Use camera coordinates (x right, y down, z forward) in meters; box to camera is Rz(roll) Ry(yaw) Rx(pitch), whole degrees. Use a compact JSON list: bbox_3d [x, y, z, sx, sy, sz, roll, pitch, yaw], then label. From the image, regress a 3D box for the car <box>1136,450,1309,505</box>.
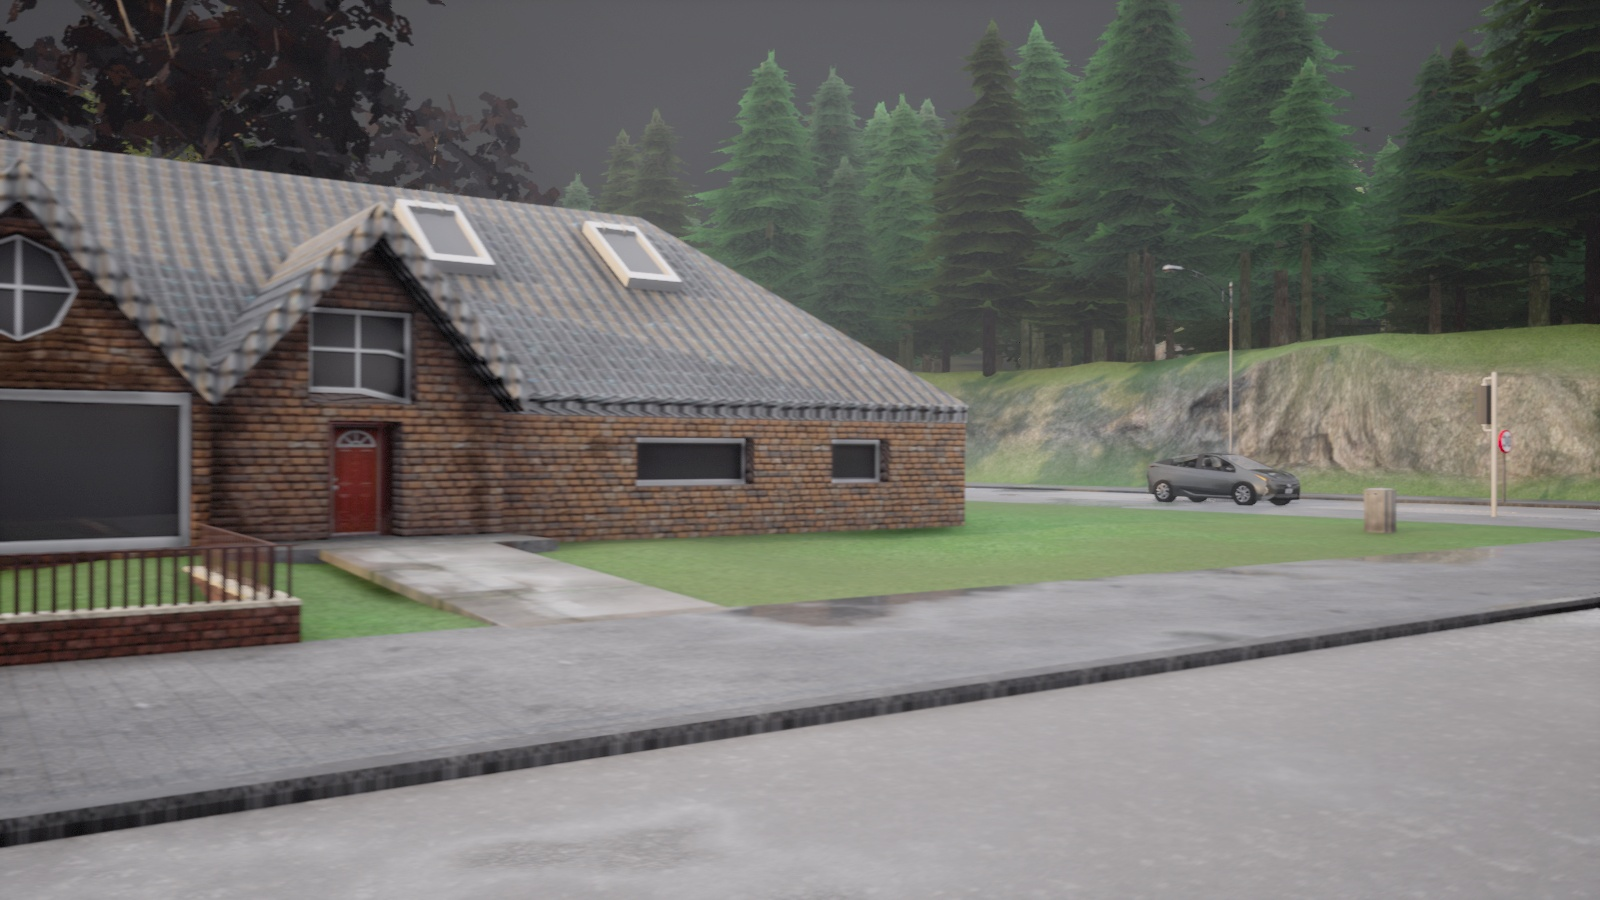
[{"bbox_3d":[12.322,0.756,36.875,2.007,1.525,4.514,0,0,-35],"label":"car"}]
